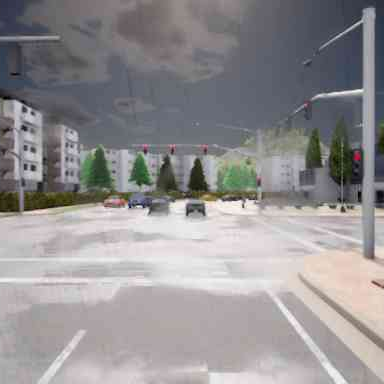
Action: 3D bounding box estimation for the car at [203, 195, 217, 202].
[{"bbox_3d":[3.504,1.294,70.133,1.882,1.535,5.008,0,0,35],"label":"car"}]

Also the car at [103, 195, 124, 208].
[{"bbox_3d":[-10.470,1.235,45.031,2.097,1.767,4.553,0,0,1],"label":"car"}]

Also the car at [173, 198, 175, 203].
[{"bbox_3d":[-4.674,1.366,61.042,1.812,1.442,4.674,0,0,19],"label":"car"}]

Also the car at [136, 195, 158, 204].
[{"bbox_3d":[-8.237,1.386,61.653,2.033,1.411,5.357,0,0,17],"label":"car"}]

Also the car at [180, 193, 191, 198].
[{"bbox_3d":[-1.410,0.942,75.367,1.812,1.442,4.674,0,0,35],"label":"car"}]

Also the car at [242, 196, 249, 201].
[{"bbox_3d":[10.236,1.321,78.015,4.902,1.511,2.128,0,0,-39],"label":"car"}]

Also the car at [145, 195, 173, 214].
[{"bbox_3d":[-3.225,1.390,33.453,1.882,1.535,5.008,0,0,-1],"label":"car"}]

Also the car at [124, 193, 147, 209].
[{"bbox_3d":[-7.042,1.107,44.054,2.150,2.045,5.566,0,0,0],"label":"car"}]

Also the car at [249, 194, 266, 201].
[{"bbox_3d":[15.099,1.322,77.529,4.902,1.511,2.128,0,0,-36],"label":"car"}]

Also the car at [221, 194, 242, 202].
[{"bbox_3d":[7.983,1.341,70.407,2.128,1.511,4.902,0,0,38],"label":"car"}]

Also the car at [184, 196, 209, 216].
[{"bbox_3d":[0.300,1.421,32.004,1.837,1.490,4.892,0,0,-1],"label":"car"}]
